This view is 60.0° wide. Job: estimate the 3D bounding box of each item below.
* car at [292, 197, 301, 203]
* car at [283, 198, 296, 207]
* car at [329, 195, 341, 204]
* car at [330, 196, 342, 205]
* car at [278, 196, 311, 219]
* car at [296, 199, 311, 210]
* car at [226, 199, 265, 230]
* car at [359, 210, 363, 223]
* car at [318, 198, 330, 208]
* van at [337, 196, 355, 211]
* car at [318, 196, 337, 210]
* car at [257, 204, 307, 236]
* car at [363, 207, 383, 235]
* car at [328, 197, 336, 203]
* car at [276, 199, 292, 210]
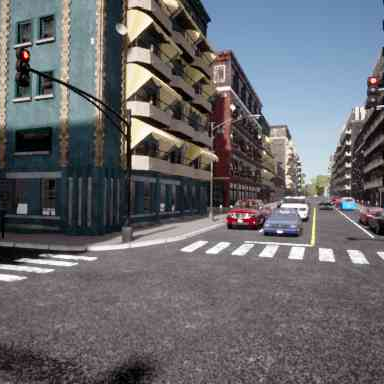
[{"bbox_3d":[25.161,1.946,79.983,1.887,1.381,4.507,1,0,20],"label":"car"},{"bbox_3d":[17.392,1.867,59.097,1.947,1.339,4.313,1,0,20],"label":"car"},{"bbox_3d":[33.006,1.765,77.023,2.192,1.841,5.009,1,0,20],"label":"car"},{"bbox_3d":[31.064,1.740,71.802,2.192,1.841,5.009,1,0,20],"label":"car"},{"bbox_3d":[9.002,1.400,29.074,2.150,2.045,5.566,0,0,21],"label":"car"},{"bbox_3d":[16.168,1.774,48.120,1.837,1.490,4.892,0,0,20],"label":"car"},{"bbox_3d":[3.802,1.444,22.545,2.192,1.841,5.009,1,0,20],"label":"car"},{"bbox_3d":[13.579,1.783,24.809,1.802,1.307,4.206,1,0,20],"label":"car"},{"bbox_3d":[22.850,1.862,57.480,1.812,1.442,4.674,0,0,20],"label":"car"},{"bbox_3d":[21.353,1.641,45.695,1.690,1.788,3.998,1,0,20],"label":"van"},{"bbox_3d":[19.231,1.781,47.749,2.128,1.511,4.902,0,0,20],"label":"car"},{"bbox_3d":[5.491,1.682,19.708,2.033,1.411,5.357,0,0,21],"label":"car"},{"bbox_3d":[11.637,1.743,19.587,1.947,1.339,4.313,1,0,20],"label":"car"},{"bbox_3d":[36.946,2.027,87.626,1.752,1.417,4.829,1,0,20],"label":"car"},{"bbox_3d":[13.508,1.818,48.654,1.947,1.339,4.313,1,0,20],"label":"car"}]
